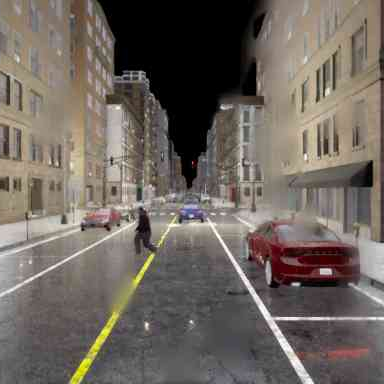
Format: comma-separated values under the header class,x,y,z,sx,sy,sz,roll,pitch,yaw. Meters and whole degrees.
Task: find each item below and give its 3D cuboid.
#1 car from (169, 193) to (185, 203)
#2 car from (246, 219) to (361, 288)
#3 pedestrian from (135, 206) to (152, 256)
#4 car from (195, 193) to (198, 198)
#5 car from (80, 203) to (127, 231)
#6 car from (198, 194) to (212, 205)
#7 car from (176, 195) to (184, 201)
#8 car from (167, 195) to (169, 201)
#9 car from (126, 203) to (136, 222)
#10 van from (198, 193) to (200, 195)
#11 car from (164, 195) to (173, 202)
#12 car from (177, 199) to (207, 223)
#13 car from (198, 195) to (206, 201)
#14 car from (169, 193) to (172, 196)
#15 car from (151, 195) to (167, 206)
class,x,y,z,sx,sy,sz,roll,pitch,yaw
car,-2.881,1.530,66.992,2.033,1.411,5.357,0,0,0
car,2.733,1.477,9.280,1.882,1.535,5.008,0,0,0
pedestrian,-1.674,1.292,11.499,0.375,1.860,0.375,0,0,-10
car,2.499,1.294,79.877,2.192,1.841,5.009,0,0,0
car,-5.425,1.579,20.273,1.802,1.307,4.206,0,0,0
car,2.533,1.536,58.252,2.008,1.369,4.403,0,0,0
car,-2.903,1.493,83.323,1.812,1.442,4.674,0,0,0
car,-5.501,1.511,58.066,1.752,1.417,4.829,0,0,0
car,-5.435,1.547,25.954,2.008,1.369,4.403,0,0,0
van,2.524,1.325,63.658,1.690,1.788,3.998,0,0,0
car,-5.561,1.504,79.691,1.752,1.417,4.829,0,0,0
car,-0.029,1.522,25.417,1.812,1.442,4.674,0,0,0
car,2.490,1.543,85.283,1.947,1.339,4.313,0,0,0
car,-5.546,1.421,74.455,1.967,1.590,4.097,0,0,0
car,-5.487,1.538,52.830,2.008,1.369,4.403,0,0,0
